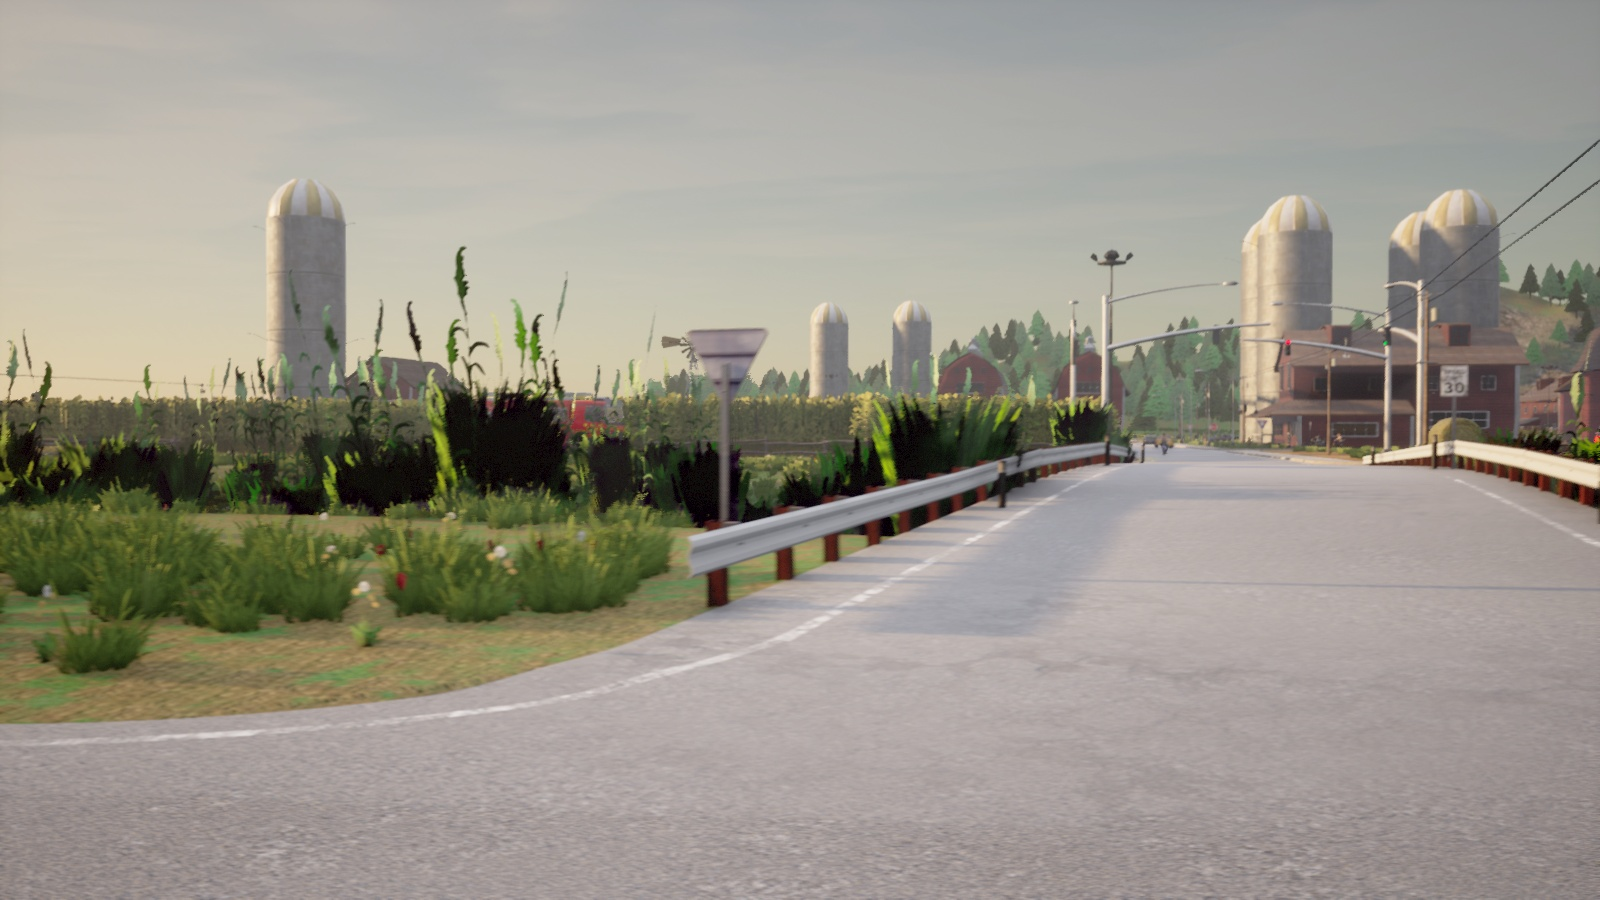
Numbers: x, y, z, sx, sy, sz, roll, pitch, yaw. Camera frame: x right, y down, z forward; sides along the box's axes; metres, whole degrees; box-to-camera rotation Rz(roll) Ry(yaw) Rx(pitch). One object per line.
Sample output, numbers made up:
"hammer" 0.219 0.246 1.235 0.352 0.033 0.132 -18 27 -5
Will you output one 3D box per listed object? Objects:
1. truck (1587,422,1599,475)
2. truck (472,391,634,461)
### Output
"truck" 39.310 -0.042 57.306 5.204 2.467 2.627 1 1 15
"truck" -13.829 -1.360 70.433 8.468 3.827 2.891 1 1 12
